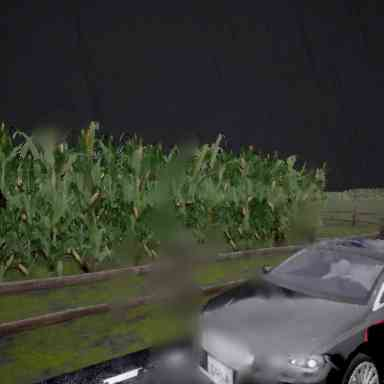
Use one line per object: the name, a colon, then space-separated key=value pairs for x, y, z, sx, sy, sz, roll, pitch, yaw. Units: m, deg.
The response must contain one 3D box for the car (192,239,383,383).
car: x=2.269 y=1.492 z=4.681 sx=4.902 sy=1.511 sz=2.128 roll=0 pitch=0 yaw=-35
